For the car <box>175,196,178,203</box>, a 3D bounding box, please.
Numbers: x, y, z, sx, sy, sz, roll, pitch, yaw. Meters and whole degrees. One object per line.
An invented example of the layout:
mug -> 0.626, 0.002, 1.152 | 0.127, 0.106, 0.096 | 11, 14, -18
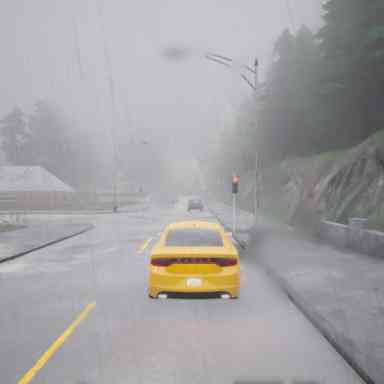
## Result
car -> -4.020, 1.564, 58.776 | 1.994, 1.385, 4.181 | 0, 0, 0

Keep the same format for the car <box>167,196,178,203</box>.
car -> -3.938, 1.564, 68.785 | 1.994, 1.385, 4.181 | 0, 0, 1

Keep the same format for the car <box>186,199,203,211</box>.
car -> 0.327, 1.547, 41.115 | 2.033, 1.411, 5.357 | 0, 0, -3

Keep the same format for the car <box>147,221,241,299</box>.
car -> 0.061, 1.478, 8.490 | 1.882, 1.535, 5.008 | 0, 0, 1

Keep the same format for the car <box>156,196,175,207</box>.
car -> -4.047, 1.352, 49.457 | 2.097, 1.767, 4.553 | 0, 0, 0
